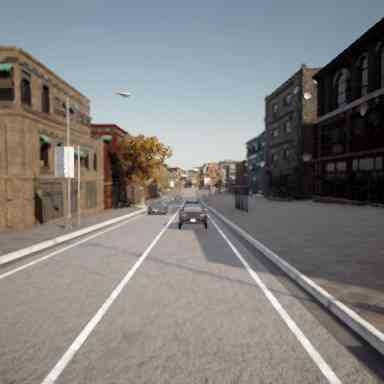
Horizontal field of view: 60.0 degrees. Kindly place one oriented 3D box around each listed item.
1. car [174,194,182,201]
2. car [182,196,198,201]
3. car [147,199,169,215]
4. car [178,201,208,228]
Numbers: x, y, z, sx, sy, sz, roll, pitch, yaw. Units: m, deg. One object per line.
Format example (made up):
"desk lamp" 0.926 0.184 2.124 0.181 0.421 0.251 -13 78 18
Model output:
"car" -3.011 1.201 74.578 2.128 1.511 4.902 0 1 0
"car" 0.035 1.500 42.089 1.882 1.535 5.008 0 0 0
"car" -3.349 1.531 33.539 1.837 1.490 4.892 0 0 0
"car" 0.066 1.530 22.156 1.812 1.442 4.674 0 0 0
